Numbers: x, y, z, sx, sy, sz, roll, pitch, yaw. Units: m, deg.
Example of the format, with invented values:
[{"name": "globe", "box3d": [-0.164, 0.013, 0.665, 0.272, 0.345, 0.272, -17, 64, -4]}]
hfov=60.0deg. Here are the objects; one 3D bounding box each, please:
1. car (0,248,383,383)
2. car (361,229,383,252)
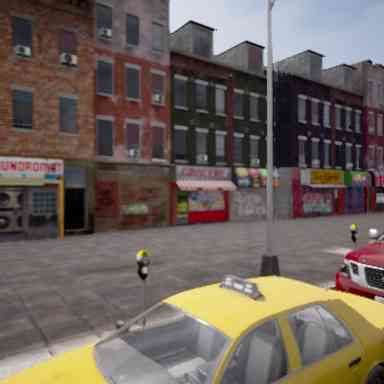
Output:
[{"name": "car", "box3d": [0.250, 1.509, 2.987, 4.829, 1.417, 1.752, -1, 1, -36]}, {"name": "car", "box3d": [4.815, 1.250, 6.248, 5.009, 1.841, 2.192, -1, 1, -36]}]
